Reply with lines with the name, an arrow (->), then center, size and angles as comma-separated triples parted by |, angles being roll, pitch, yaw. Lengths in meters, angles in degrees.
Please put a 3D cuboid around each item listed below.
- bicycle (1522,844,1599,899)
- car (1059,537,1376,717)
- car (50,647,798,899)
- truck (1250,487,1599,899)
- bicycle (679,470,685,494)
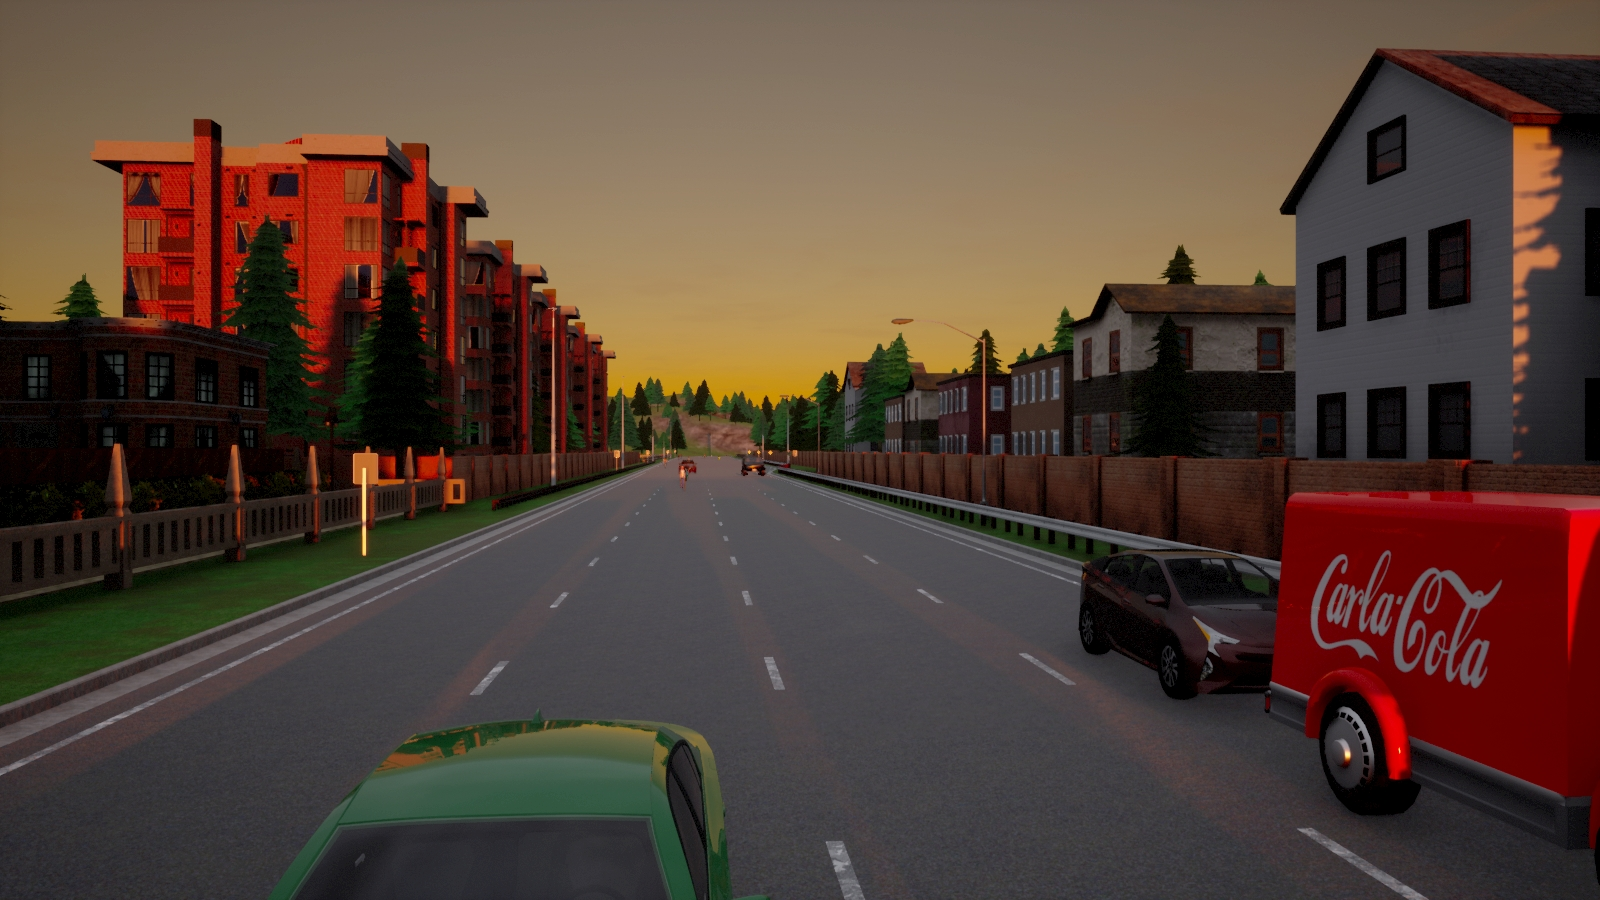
bicycle -> 2.623, 2.056, 2.959 | 0.373, 1.496, 1.643 | 0, 0, -4
car -> 4.945, 2.040, 14.354 | 2.007, 1.525, 4.514 | 0, 0, -5
car -> -1.202, 2.034, 4.748 | 2.097, 1.535, 5.006 | 0, 0, -5
truck -> 5.566, 1.568, 7.740 | 2.627, 2.467, 5.204 | 0, 0, -5
bicycle -> -7.664, 2.056, 74.522 | 0.373, 1.496, 1.643 | 0, 0, -5
